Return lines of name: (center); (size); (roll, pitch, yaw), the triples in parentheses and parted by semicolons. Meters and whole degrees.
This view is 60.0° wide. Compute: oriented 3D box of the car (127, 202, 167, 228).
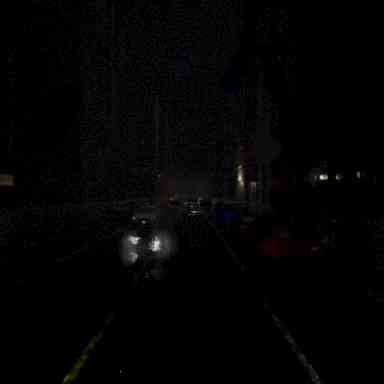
car: (-3.061, 1.669, 23.472); (1.812, 1.442, 4.674); (0, 0, 0)

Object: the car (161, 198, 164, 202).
car: (-5.680, 1.834, 50.365); (1.752, 1.417, 4.829); (0, 0, 0)

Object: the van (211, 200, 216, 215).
van: (2.808, 1.511, 27.817); (1.690, 1.788, 3.998); (0, 0, 0)

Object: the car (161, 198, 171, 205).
car: (-5.643, 2.001, 73.244); (1.887, 1.381, 4.507); (0, 0, 0)

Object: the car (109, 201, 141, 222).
car: (-5.717, 1.721, 27.827); (2.008, 1.369, 4.403); (0, 0, 0)

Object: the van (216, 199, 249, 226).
van: (2.799, 1.476, 22.139); (1.690, 1.788, 3.998); (0, 0, 0)

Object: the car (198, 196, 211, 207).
car: (2.456, 1.838, 58.733); (1.882, 1.535, 5.008); (0, 0, 0)

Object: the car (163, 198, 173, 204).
car: (-5.634, 2.061, 78.922); (1.947, 1.339, 4.313); (0, 0, 0)

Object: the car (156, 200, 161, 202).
car: (-5.689, 1.840, 44.858); (1.947, 1.339, 4.313); (0, 0, 0)

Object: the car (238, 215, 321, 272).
car: (2.780, 1.647, 10.782); (1.802, 1.307, 4.206); (0, 0, 0)

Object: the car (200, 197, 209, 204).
car: (2.891, 1.935, 78.913); (1.967, 1.590, 4.097); (0, 0, 0)

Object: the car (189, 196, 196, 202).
car: (0.155, 1.894, 94.463); (1.882, 1.535, 5.008); (0, 0, 0)

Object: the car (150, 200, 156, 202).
car: (-5.699, 1.764, 39.011); (1.752, 1.417, 4.829); (0, 0, 0)

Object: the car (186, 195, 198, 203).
car: (0.127, 1.846, 77.492); (1.837, 1.490, 4.892); (0, 0, 0)

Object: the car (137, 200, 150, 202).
car: (-5.708, 1.645, 33.504); (1.967, 1.590, 4.097); (0, 0, 0)

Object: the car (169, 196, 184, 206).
car: (-2.911, 1.998, 64.425); (1.895, 1.301, 4.718); (0, 0, 1)

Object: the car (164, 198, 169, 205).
car: (-5.653, 1.943, 67.398); (1.752, 1.417, 4.829); (0, 0, 0)

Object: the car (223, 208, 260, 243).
car: (2.789, 1.682, 16.460); (1.802, 1.307, 4.206); (0, 0, 0)
